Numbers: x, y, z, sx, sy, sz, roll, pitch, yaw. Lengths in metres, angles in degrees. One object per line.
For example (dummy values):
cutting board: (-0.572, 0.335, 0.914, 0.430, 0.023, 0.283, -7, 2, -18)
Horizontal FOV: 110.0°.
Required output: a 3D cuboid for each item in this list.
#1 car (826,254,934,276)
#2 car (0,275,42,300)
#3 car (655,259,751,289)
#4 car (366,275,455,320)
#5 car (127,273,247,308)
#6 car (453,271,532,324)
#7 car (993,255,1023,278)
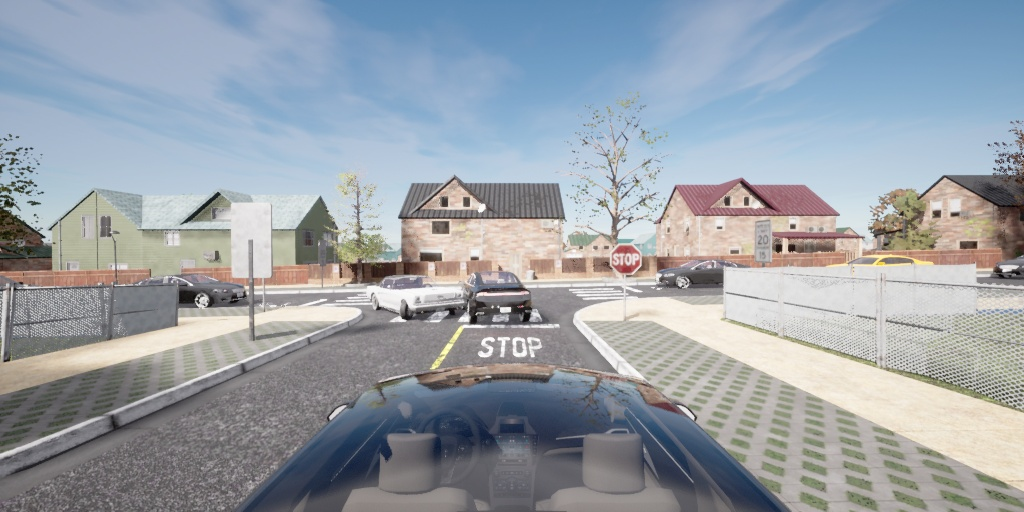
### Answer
car: (19.766, 0.690, 19.479, 5.008, 1.535, 1.882, -1, 1, -1)
car: (-24.236, 1.648, 16.358, 4.553, 1.767, 2.097, -1, 1, 0)
car: (10.335, 0.926, 19.444, 4.902, 1.511, 2.128, -1, 1, 0)
car: (-3.600, 1.368, 12.899, 1.895, 1.301, 4.718, 0, 0, -38)
car: (-14.898, 1.566, 16.397, 4.902, 1.511, 2.128, -1, 1, 0)
car: (-0.683, 1.242, 12.039, 2.128, 1.511, 4.902, 0, 0, -12)
car: (29.390, 0.478, 19.513, 4.902, 1.511, 2.128, -1, 1, 0)
